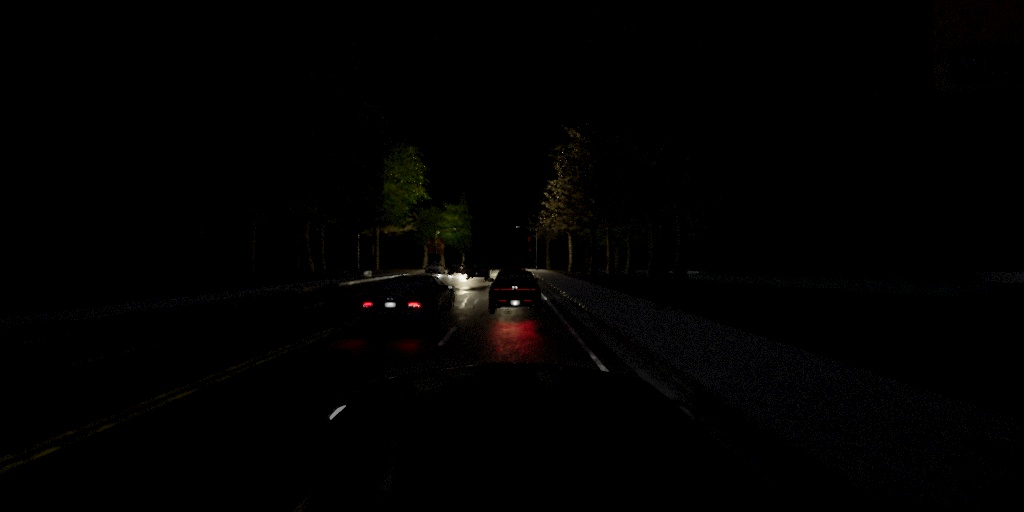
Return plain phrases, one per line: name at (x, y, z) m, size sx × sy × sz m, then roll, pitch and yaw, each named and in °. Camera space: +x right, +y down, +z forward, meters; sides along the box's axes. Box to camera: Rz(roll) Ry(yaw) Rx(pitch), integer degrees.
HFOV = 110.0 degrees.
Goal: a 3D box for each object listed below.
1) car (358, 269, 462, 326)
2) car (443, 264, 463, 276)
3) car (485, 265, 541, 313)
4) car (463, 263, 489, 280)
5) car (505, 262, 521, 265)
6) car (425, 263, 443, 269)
car at (-3.149, 1.326, 11.790) m, size 2.033 × 1.411 × 5.357 m, roll 0°, pitch 0°, yaw 0°
car at (-6.582, 1.625, 43.763) m, size 2.033 × 1.411 × 5.357 m, roll 0°, pitch -1°, yaw 0°
car at (0.101, 1.293, 14.224) m, size 1.837 × 1.490 × 4.892 m, roll 0°, pitch 0°, yaw 0°
car at (-3.146, 1.435, 34.329) m, size 1.882 × 1.535 × 5.008 m, roll 0°, pitch -1°, yaw 0°
car at (0.104, 1.287, 32.270) m, size 2.097 × 1.767 × 4.553 m, roll 0°, pitch -1°, yaw 0°
car at (-9.826, 1.634, 45.982) m, size 1.812 × 1.442 × 4.674 m, roll 0°, pitch -1°, yaw 0°
